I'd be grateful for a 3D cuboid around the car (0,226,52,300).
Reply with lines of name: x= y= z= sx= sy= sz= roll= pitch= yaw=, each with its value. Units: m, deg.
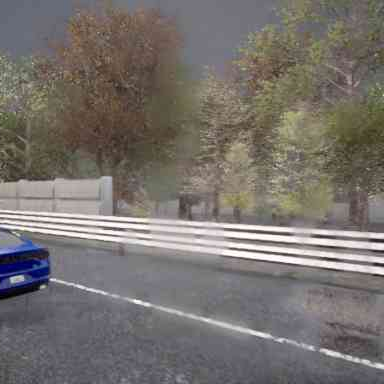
car: x=-5.287 y=1.487 z=7.657 sx=5.008 sy=1.535 sz=1.882 roll=0 pitch=0 yaw=35
